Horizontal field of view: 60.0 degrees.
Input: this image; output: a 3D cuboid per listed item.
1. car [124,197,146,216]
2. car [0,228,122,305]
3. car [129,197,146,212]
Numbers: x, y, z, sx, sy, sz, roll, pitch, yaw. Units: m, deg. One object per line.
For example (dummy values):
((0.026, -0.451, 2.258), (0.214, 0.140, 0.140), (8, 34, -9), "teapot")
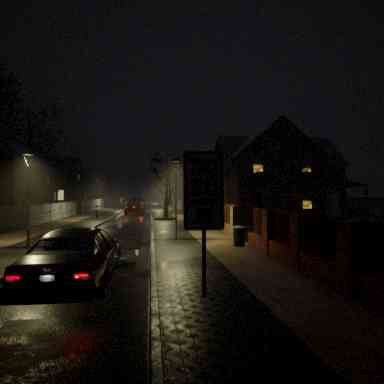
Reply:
((-6.576, 1.732, 38.370), (2.097, 1.767, 4.553), (0, -1, -6), "car")
((-2.923, 1.628, 8.496), (2.033, 1.411, 5.357), (0, -1, -7), "car")
((-7.872, 1.704, 48.435), (2.150, 2.045, 5.566), (0, -1, -7), "car")
